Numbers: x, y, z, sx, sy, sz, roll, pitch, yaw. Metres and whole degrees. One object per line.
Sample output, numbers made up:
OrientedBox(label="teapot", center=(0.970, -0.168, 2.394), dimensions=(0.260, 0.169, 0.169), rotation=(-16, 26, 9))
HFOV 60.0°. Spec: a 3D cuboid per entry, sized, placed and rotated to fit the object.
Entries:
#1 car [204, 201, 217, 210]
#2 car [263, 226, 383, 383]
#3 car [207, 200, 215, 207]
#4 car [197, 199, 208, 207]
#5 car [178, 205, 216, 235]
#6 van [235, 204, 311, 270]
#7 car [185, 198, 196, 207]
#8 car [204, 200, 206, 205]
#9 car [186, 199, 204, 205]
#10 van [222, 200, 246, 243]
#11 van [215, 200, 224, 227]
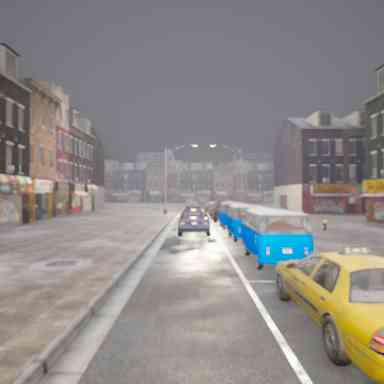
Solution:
OrientedBox(label="car", center=(2.741, 2.047, 50.785), dimensions=(1.802, 1.307, 4.206), rotation=(0, -1, 0))
OrientedBox(label="car", center=(2.655, 1.578, 5.676), dimensions=(1.752, 1.417, 4.829), rotation=(0, -1, 0))
OrientedBox(label="car", center=(2.698, 1.571, 28.148), dimensions=(2.192, 1.841, 5.009), rotation=(0, -1, 0))
OrientedBox(label="car", center=(2.080, 2.145, 64.602), dimensions=(2.008, 1.369, 4.403), rotation=(0, -1, 0))
OrientedBox(label="car", center=(0.119, 1.728, 19.946), dimensions=(2.033, 1.411, 5.357), rotation=(0, -1, 0))
OrientedBox(label="van", center=(2.666, 1.443, 11.168), dimensions=(1.690, 1.788, 3.998), rotation=(0, -1, 0))
OrientedBox(label="car", center=(-0.295, 2.038, 65.110), dimensions=(1.967, 1.590, 4.097), rotation=(0, -1, 0))
OrientedBox(label="car", center=(2.730, 1.853, 45.126), dimensions=(1.967, 1.590, 4.097), rotation=(0, -1, 0))
OrientedBox(label="car", center=(0.144, 1.890, 43.702), dimensions=(2.128, 1.511, 4.902), rotation=(0, 0, 0))
OrientedBox(label="van", center=(2.677, 1.494, 16.828), dimensions=(1.690, 1.788, 3.998), rotation=(0, -1, 0))
OrientedBox(label="van", center=(2.687, 1.546, 22.488), dimensions=(1.690, 1.788, 3.998), rotation=(0, -1, 0))
